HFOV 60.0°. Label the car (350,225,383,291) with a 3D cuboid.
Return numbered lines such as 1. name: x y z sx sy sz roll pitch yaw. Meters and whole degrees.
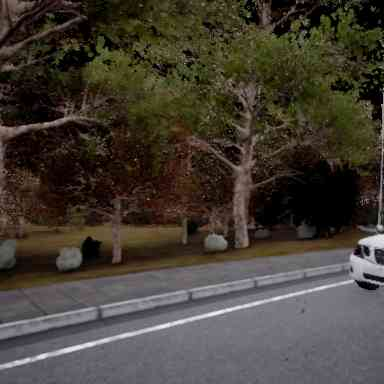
1. car: 6.384 1.480 8.582 5.566 2.045 2.150 3 -2 -36
